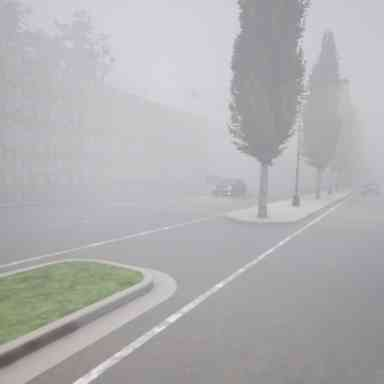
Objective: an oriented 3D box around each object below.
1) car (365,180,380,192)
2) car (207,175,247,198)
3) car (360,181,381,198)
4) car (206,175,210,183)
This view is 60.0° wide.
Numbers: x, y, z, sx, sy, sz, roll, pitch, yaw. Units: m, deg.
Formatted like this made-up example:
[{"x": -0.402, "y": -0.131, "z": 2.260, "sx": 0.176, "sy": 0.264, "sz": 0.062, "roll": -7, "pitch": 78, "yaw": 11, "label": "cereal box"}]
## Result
[{"x": 29.976, "y": -1.005, "z": 55.130, "sx": 2.097, "sy": 1.767, "sz": 4.553, "roll": 4, "pitch": 4, "yaw": 29, "label": "car"}, {"x": 3.680, "y": -0.457, "z": 32.036, "sx": 2.097, "sy": 1.767, "sz": 4.553, "roll": 4, "pitch": 4, "yaw": 30, "label": "car"}, {"x": 21.295, "y": -0.180, "z": 39.580, "sx": 1.812, "sy": 1.442, "sz": 4.674, "roll": 4, "pitch": 4, "yaw": 29, "label": "car"}, {"x": 3.919, "y": -1.950, "z": 52.422, "sx": 5.357, "sy": 1.411, "sz": 2.033, "roll": 10, "pitch": 7, "yaw": 30, "label": "car"}]
